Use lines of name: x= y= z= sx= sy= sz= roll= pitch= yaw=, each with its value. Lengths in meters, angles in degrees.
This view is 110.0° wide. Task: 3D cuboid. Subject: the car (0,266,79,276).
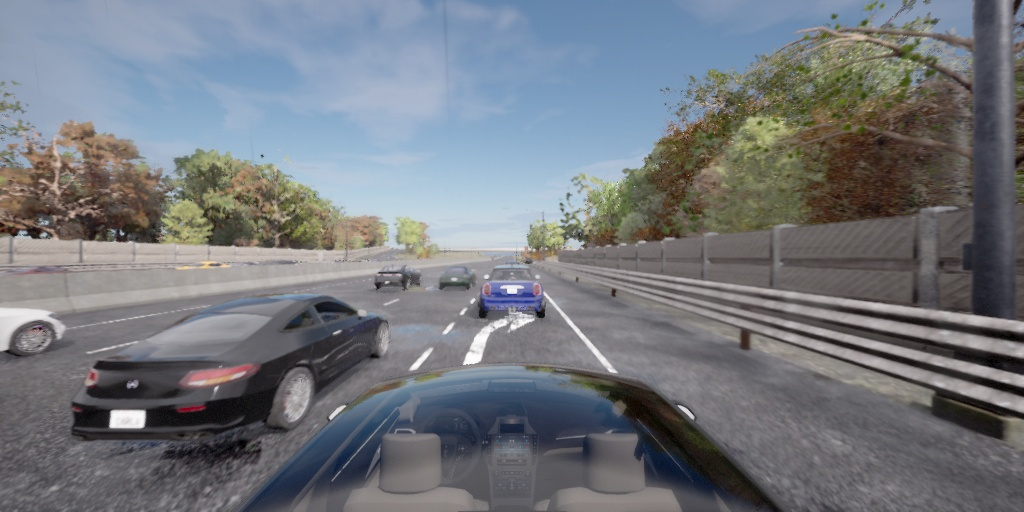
car: x=-31.583 y=1.339 z=23.702 sx=1.994 sy=1.385 sz=4.181 roll=0 pitch=0 yaw=0

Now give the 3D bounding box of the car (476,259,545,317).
car: x=0.005 y=1.111 z=13.316 sx=2.097 sy=1.767 sz=4.553 roll=0 pitch=0 yaw=0

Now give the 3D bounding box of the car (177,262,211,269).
car: x=-28.071 y=1.271 z=32.732 sx=1.882 sy=1.535 sz=5.008 roll=0 pitch=0 yaw=0

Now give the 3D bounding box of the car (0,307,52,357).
car: x=-10.399 y=1.279 z=5.597 sx=1.812 sy=1.442 sz=4.674 roll=0 pitch=0 yaw=0

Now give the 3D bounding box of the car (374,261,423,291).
car: x=-6.891 y=1.263 z=22.204 sx=2.128 sy=1.511 sz=4.902 roll=0 pitch=0 yaw=0

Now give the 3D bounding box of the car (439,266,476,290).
car: x=-3.390 y=1.337 z=23.049 sx=1.994 sy=1.385 sz=4.181 roll=0 pitch=0 yaw=0

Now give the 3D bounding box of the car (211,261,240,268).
car: x=-24.572 y=1.287 z=33.265 sx=2.128 sy=1.511 sz=4.902 roll=0 pitch=0 yaw=0

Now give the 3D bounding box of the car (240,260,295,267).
car: x=-21.076 y=1.141 z=31.710 sx=2.097 sy=1.767 sz=4.553 roll=0 pitch=0 yaw=0

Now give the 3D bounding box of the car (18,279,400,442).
car: x=-3.398 y=1.279 z=5.474 sx=1.812 sy=1.442 sz=4.674 roll=0 pitch=0 yaw=0

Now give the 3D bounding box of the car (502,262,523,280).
car: x=0.010 y=1.300 z=33.534 sx=1.837 sy=1.490 sz=4.892 roll=0 pitch=0 yaw=0
